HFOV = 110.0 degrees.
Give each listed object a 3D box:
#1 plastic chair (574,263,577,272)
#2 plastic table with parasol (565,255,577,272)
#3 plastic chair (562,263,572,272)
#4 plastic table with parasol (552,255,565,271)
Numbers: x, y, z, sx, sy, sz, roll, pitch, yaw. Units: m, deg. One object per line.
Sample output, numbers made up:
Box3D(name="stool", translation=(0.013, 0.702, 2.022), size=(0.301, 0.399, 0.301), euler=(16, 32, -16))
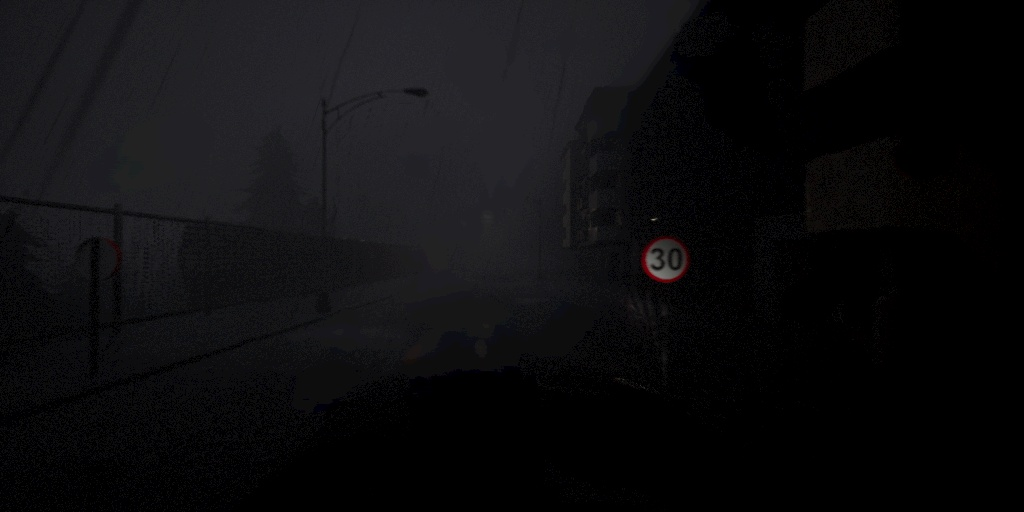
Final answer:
Box3D(name="plastic chair", translation=(9.251, 1.610, 49.073), size=(0.750, 1.272, 0.730), euler=(0, 0, 10))
Box3D(name="plastic table with parasol", translation=(9.239, 1.016, 50.503), size=(2.482, 2.480, 2.482), euler=(0, 0, 0))
Box3D(name="plastic chair", translation=(7.760, 1.621, 50.692), size=(0.730, 1.272, 0.750), euler=(0, 0, 10))
Box3D(name="plastic table with parasol", translation=(7.777, 1.046, 54.812), size=(2.482, 2.480, 2.482), euler=(0, 0, 0))
